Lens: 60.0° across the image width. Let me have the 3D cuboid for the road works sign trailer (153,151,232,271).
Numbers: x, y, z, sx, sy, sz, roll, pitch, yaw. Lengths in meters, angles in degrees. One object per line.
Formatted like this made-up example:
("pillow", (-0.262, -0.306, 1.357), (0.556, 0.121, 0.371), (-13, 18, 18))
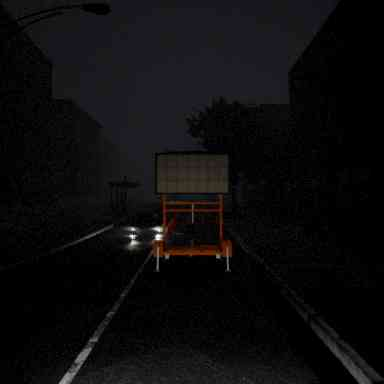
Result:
("road works sign trailer", (0.023, 0.470, 10.849), (2.380, 3.560, 2.880), (0, 0, 0))

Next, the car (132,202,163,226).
("car", (-3.041, 1.468, 23.681), (1.882, 1.535, 5.008), (0, 0, 0))

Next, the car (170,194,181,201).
("car", (-3.258, 1.129, 65.175), (1.994, 1.385, 4.181), (0, 1, 0))
